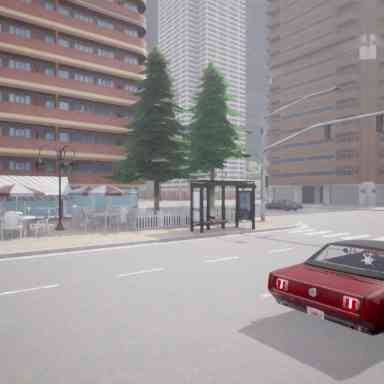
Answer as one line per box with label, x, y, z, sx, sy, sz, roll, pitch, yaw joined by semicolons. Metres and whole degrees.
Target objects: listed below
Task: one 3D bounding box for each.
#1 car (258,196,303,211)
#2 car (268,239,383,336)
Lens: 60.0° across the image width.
car;11.117;1.603;41.287;2.033;1.411;5.357;0;0;-36
car;3.733;1.601;6.473;4.718;1.301;1.895;0;0;-36
